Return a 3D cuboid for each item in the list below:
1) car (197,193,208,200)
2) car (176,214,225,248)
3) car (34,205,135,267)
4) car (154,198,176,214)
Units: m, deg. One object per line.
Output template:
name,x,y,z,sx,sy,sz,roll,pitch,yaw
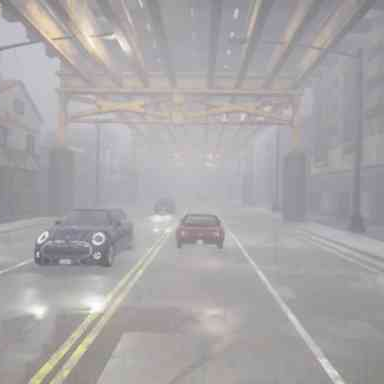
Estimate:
car,2.080,1.074,75.527,2.033,1.411,5.357,1,1,2
car,0.372,1.614,14.825,1.895,1.301,4.718,1,0,2
car,-3.325,1.296,11.160,2.097,1.767,4.553,1,0,2
car,-2.628,1.379,33.504,2.128,1.511,4.902,1,0,2
